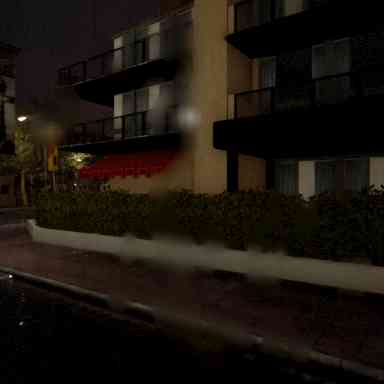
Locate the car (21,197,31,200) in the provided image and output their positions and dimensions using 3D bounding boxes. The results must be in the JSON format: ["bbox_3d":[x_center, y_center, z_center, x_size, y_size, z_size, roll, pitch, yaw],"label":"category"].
[{"bbox_3d":[-35.601,1.481,67.658,4.892,1.521,2.231,0,0,36],"label":"car"}]
